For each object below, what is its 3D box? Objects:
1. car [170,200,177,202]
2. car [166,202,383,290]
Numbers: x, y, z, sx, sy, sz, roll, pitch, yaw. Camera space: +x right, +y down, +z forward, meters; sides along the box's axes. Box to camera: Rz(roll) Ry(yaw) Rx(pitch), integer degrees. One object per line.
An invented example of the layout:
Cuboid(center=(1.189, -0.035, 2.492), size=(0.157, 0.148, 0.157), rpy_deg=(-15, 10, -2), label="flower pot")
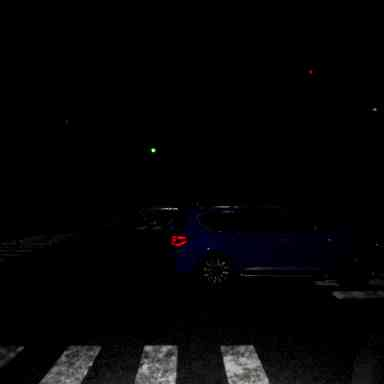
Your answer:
Cuboid(center=(-3.742, 2.358, 67.249), size=(2.097, 1.767, 4.553), rpy_deg=(0, -1, -1), label="car")
Cuboid(center=(2.100, 1.376, 8.983), size=(5.566, 2.045, 2.150), rpy_deg=(0, -1, -1), label="car")
